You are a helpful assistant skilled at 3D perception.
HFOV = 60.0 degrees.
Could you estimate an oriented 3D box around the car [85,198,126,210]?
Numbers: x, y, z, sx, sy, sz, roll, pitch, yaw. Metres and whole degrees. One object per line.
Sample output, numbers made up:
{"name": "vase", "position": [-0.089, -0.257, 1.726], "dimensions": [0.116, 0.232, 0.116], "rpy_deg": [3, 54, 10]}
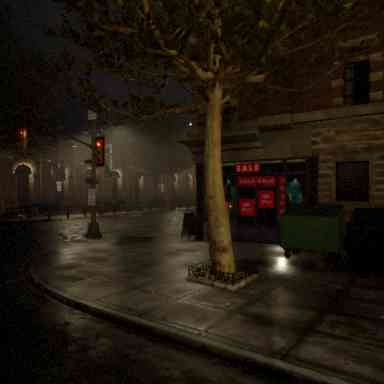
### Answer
{"name": "car", "position": [-10.491, 1.492, 41.972], "dimensions": [2.128, 1.511, 4.902], "rpy_deg": [0, 0, 36]}

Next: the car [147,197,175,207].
{"name": "car", "position": [-4.601, 1.478, 50.062], "dimensions": [1.882, 1.535, 5.008], "rpy_deg": [0, 0, 36]}

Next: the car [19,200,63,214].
{"name": "car", "position": [-15.696, 1.564, 34.808], "dimensions": [1.994, 1.385, 4.181], "rpy_deg": [0, 0, 36]}

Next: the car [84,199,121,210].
{"name": "car", "position": [-12.108, 1.595, 45.105], "dimensions": [1.895, 1.301, 4.718], "rpy_deg": [0, 0, 36]}
